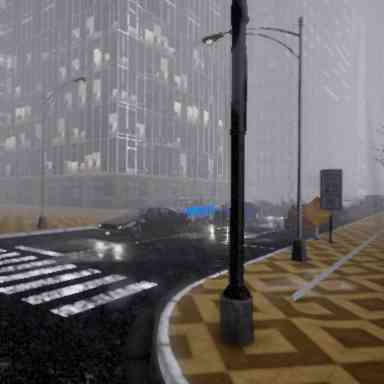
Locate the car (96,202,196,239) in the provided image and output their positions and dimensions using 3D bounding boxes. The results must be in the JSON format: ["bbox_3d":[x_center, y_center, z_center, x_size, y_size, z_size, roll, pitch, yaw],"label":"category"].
[{"bbox_3d":[-2.305,1.489,17.322,2.033,1.411,5.357,0,0,36],"label":"car"}]

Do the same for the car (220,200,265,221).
[{"bbox_3d":[3.484,1.428,25.311,1.882,1.535,5.008,0,0,36],"label":"car"}]

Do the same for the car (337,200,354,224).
[{"bbox_3d":[10.438,1.551,24.920,1.947,1.339,4.313,1,1,36],"label":"car"}]

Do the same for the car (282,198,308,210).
[{"bbox_3d":[13.622,1.519,43.711,1.947,1.339,4.313,1,1,36],"label":"car"}]

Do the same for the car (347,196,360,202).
[{"bbox_3d":[36.989,1.556,75.960,1.947,1.339,4.313,1,1,36],"label":"car"}]

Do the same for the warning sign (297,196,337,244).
[{"bbox_3d":[5.167,1.103,13.725,1.300,1.860,1.060,0,-1,36],"label":"warning sign"}]

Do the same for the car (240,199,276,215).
[{"bbox_3d":[6.941,1.488,34.504,1.887,1.381,4.507,1,1,36],"label":"car"}]

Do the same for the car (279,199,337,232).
[{"bbox_3d":[7.148,1.421,20.280,1.967,1.590,4.097,1,1,36],"label":"car"}]

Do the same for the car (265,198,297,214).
[{"bbox_3d":[9.450,1.559,33.530,1.895,1.301,4.718,0,0,36],"label":"car"}]

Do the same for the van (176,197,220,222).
[{"bbox_3d":[0.177,1.275,25.355,1.690,1.788,3.998,1,1,36],"label":"van"}]

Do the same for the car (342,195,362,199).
[{"bbox_3d":[20.099,1.514,42.791,1.812,1.442,4.674,0,0,36],"label":"car"}]

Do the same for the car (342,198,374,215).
[{"bbox_3d":[17.060,1.576,34.172,1.802,1.307,4.206,1,1,36],"label":"car"}]

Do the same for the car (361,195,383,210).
[{"bbox_3d":[23.739,1.320,43.383,2.192,1.841,5.009,1,1,36],"label":"car"}]

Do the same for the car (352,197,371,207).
[{"bbox_3d":[26.077,1.561,51.044,1.994,1.385,4.181,0,0,36],"label":"car"}]

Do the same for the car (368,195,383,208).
[{"bbox_3d":[27.077,1.325,47.990,2.192,1.841,5.009,1,1,36],"label":"car"}]
